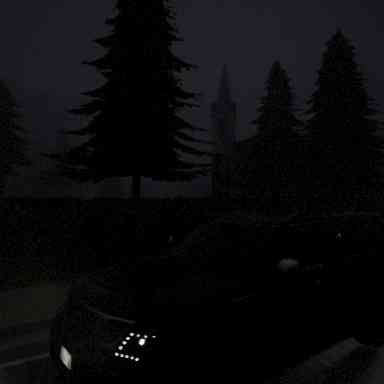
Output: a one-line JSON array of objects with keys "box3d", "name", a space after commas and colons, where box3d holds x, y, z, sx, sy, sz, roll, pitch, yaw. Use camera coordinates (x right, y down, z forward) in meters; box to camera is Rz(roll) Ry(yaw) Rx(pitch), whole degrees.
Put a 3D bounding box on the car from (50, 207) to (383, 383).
[{"box3d": [0.992, 1.270, 4.869, 5.566, 2.045, 2.150, 1, -1, -38], "name": "car"}]
